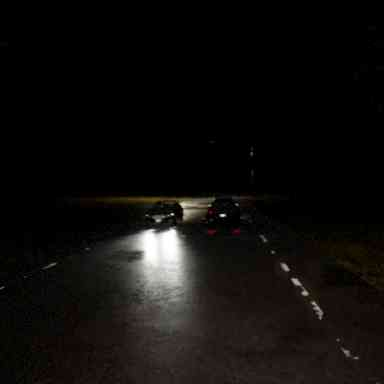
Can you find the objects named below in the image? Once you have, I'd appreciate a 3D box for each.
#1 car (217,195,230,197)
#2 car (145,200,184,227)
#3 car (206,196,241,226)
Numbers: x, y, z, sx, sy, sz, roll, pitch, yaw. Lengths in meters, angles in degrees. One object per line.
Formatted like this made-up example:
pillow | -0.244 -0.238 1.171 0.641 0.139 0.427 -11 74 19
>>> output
car | 3.414 0.972 35.948 1.895 1.301 4.718 -2 1 6
car | -1.646 1.273 20.901 2.128 1.511 4.902 -2 1 6
car | 1.888 1.209 20.209 1.994 1.385 4.181 -2 1 6
